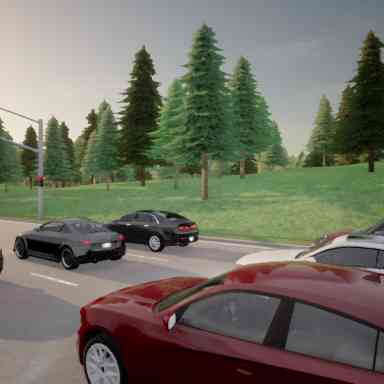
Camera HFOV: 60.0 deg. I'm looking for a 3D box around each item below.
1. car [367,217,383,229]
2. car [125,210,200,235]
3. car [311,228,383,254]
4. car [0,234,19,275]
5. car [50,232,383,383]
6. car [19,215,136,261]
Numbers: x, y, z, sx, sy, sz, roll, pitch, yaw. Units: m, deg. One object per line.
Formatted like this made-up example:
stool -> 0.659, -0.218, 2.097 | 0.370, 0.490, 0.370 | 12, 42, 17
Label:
car -> 5.491, 1.352, 8.671 | 4.553, 1.767, 2.097 | 0, 0, 36
car -> -1.984, 1.505, 13.890 | 4.892, 1.490, 1.837 | 0, 0, 36
car -> 3.013, 1.526, 6.138 | 4.674, 1.442, 1.812 | 0, 0, 35
car -> -6.628, 1.526, 8.615 | 4.674, 1.442, 1.812 | 0, 0, 36
car -> 0.888, 1.478, 3.357 | 5.008, 1.535, 1.882 | 0, 0, 36
car -> -4.163, 1.564, 11.143 | 4.181, 1.385, 1.994 | 0, 0, 36
